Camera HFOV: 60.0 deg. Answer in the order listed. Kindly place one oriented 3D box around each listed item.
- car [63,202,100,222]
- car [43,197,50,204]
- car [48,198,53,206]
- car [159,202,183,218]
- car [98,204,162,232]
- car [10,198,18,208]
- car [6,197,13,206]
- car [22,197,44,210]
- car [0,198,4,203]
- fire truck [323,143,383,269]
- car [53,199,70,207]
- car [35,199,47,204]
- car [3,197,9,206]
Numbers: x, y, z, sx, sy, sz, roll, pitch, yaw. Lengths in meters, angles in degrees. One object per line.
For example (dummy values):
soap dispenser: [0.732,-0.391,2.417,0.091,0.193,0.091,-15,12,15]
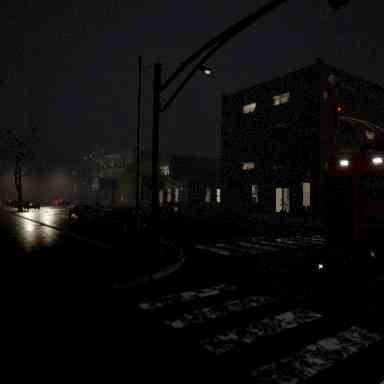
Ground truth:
car: [-9.083,1.729,27.852,1.802,1.307,4.206,1,-1,-35]
car: [-35.243,2.138,80.120,2.192,1.841,5.009,1,-1,-35]
car: [-28.903,2.305,71.049,1.802,1.307,4.206,1,-1,-35]
car: [-2.633,1.761,33.704,1.967,1.590,4.097,1,-1,-35]
car: [-3.925,1.615,20.475,1.887,1.381,4.507,1,-1,-35]
car: [-29.613,2.011,57.428,1.887,1.381,4.507,1,-1,-35]
car: [-32.602,2.080,61.715,1.947,1.339,4.313,1,-1,-35]
car: [-23.218,1.890,48.189,1.752,1.417,4.829,1,-1,-35]
car: [-38.942,1.929,70.787,2.192,1.841,5.009,1,-1,-35]
fire truck: [7.905,0.323,8.443,2.891,3.827,8.468,0,0,-35]
car: [-25.733,2.113,66.515,1.967,1.590,4.097,1,-1,-35]
car: [-38.512,2.401,84.792,1.752,1.417,4.829,1,-1,-35]
car: [-35.772,2.130,66.250,1.947,1.339,4.313,1,-1,-35]
